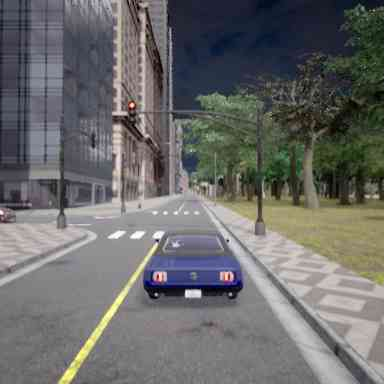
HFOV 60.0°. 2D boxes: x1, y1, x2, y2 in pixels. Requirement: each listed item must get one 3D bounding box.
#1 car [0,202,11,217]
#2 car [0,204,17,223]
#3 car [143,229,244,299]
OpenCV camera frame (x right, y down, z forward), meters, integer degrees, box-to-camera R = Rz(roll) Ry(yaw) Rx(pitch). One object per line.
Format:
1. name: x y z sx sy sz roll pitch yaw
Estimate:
1. car: -18.967 1.578 29.837 4.313 1.339 1.947 0 -1 0
2. car: -13.514 1.266 21.316 4.097 1.590 1.967 0 -1 -1
3. car: 0.014 1.565 8.310 1.895 1.301 4.718 0 0 0
